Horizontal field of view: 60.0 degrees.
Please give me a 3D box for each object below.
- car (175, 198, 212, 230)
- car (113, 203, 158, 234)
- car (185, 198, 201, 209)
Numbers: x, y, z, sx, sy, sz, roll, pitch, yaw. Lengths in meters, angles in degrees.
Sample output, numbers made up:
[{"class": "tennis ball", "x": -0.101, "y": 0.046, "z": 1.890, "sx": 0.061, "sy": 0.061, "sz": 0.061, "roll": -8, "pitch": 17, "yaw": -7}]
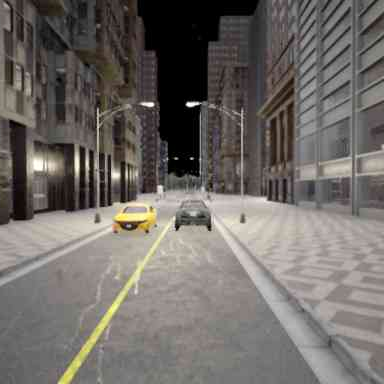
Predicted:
[{"class": "car", "x": 0.082, "y": 1.250, "z": 20.389, "sx": 2.097, "sy": 1.767, "sz": 4.553, "roll": 0, "pitch": 0, "yaw": 0}, {"class": "car", "x": -3.064, "y": 1.386, "z": 18.727, "sx": 1.882, "sy": 1.535, "sz": 5.008, "roll": 0, "pitch": 0, "yaw": 0}, {"class": "car", "x": 0.120, "y": 1.393, "z": 41.802, "sx": 1.895, "sy": 1.301, "sz": 4.718, "roll": 0, "pitch": 0, "yaw": 0}]
